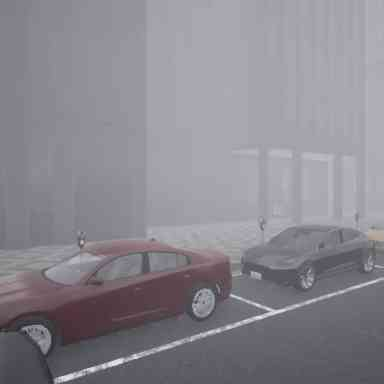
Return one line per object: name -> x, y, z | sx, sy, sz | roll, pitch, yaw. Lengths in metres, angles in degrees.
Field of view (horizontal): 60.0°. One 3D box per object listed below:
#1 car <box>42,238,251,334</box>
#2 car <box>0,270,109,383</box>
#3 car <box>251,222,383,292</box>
car -> -1.330, 1.545, 5.699 | 4.507, 1.381, 1.887 | 0, 0, -35
car -> -3.192, 1.547, 1.104 | 5.357, 1.411, 2.033 | 0, 0, -35
car -> 3.262, 1.566, 8.966 | 4.313, 1.339, 1.947 | 0, 0, -35
